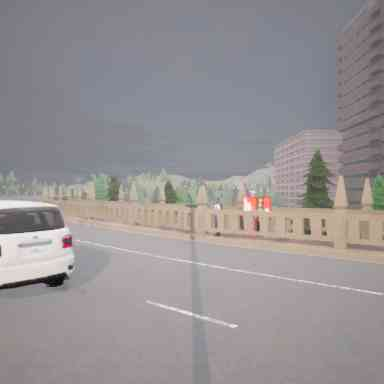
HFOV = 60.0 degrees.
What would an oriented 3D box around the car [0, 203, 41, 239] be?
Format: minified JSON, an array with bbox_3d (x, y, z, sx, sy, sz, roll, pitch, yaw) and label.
[{"bbox_3d":[-10.211,1.477,18.415,1.882,1.535,5.008,0,0,-42],"label":"car"}]

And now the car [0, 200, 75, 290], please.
[{"bbox_3d":[-5.089,1.223,8.321,5.566,2.045,2.150,0,0,42],"label":"car"}]

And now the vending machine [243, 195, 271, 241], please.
[{"bbox_3d":[3.120,1.195,16.002,0.880,2.100,1.100,0,0,41],"label":"vending machine"}]

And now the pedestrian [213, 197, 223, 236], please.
[{"bbox_3d":[1.227,1.141,15.722,0.375,1.860,0.375,0,0,41],"label":"pedestrian"}]
